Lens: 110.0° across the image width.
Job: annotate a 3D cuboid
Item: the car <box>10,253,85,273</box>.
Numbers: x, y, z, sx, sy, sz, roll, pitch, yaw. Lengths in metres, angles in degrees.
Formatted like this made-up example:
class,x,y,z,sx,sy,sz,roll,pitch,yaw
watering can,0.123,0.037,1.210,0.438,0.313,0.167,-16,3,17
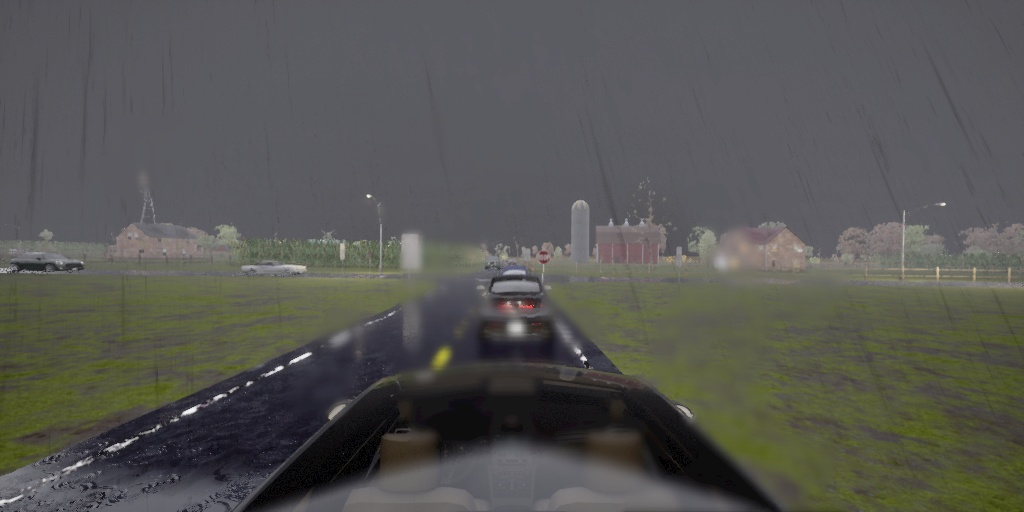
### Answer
class,x,y,z,sx,sy,sz,roll,pitch,yaw
car,-40.441,0.537,31.318,4.553,1.767,2.097,1,1,0

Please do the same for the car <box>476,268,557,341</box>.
class,x,y,z,sx,sy,sz,roll,pitch,yaw
car,0.102,1.251,9.845,1.837,1.490,4.892,0,0,0

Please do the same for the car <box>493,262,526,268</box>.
class,x,y,z,sx,sy,sz,roll,pitch,yaw
car,0.186,1.271,19.377,1.812,1.442,4.674,0,0,2

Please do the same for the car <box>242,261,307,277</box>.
class,x,y,z,sx,sy,sz,roll,pitch,yaw
car,-20.672,1.084,31.368,4.718,1.301,1.895,1,1,0

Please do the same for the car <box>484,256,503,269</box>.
class,x,y,z,sx,sy,sz,roll,pitch,yaw
car,-2.824,0.987,53.049,2.150,2.045,5.566,0,0,0
